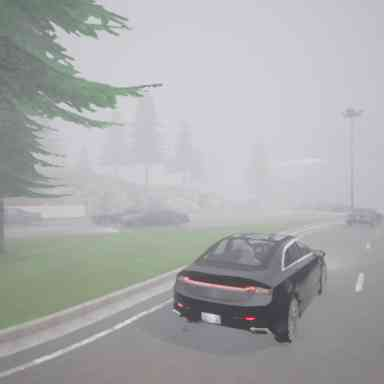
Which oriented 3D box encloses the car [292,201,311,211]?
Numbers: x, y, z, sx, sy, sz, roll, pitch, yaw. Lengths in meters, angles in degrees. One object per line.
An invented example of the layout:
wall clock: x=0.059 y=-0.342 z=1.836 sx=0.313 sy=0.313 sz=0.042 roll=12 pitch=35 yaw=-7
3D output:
car: x=17.863 y=2.250 z=53.461 sx=2.128 sy=1.511 sz=4.902 roll=-1 pitch=-1 yaw=43

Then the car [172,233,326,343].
car: x=1.487 y=1.591 z=6.790 sx=2.128 sy=1.511 sz=4.902 roll=0 pitch=-1 yaw=30

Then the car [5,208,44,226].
car: x=-14.294 y=1.919 z=25.415 sx=5.357 sy=1.411 sz=2.033 roll=0 pitch=-1 yaw=-32

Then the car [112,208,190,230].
car: x=-2.746 y=1.899 z=24.321 sx=5.357 sy=1.411 sz=2.033 roll=1 pitch=-1 yaw=-32

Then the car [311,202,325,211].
car: x=20.543 y=2.231 z=51.211 sx=1.837 sy=1.490 sz=4.892 roll=-1 pitch=-1 yaw=43

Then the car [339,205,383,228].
car: x=13.460 y=1.912 z=25.724 sx=2.033 sy=1.411 sz=5.357 roll=-1 pitch=-1 yaw=40

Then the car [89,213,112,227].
car: x=-5.663 y=1.986 z=26.607 sx=4.718 sy=1.301 sz=1.895 roll=1 pitch=-1 yaw=-32

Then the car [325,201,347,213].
car: x=20.454 y=2.213 z=45.924 sx=1.994 sy=1.385 sz=4.181 roll=-1 pitch=-1 yaw=42
